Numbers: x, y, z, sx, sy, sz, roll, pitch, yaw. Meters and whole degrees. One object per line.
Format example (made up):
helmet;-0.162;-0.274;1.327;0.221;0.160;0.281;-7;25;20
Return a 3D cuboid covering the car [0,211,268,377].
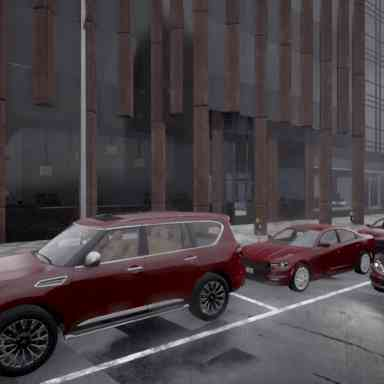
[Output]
car;-1.289;1.315;5.735;5.009;1.841;2.192;0;0;-36

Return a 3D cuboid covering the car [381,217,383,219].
car;7.579;1.547;12.097;4.507;1.381;1.887;0;0;-36

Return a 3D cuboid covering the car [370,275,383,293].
car;6.005;1.526;7.691;4.674;1.442;1.812;0;0;-36

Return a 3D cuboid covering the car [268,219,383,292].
car;3.145;1.545;8.916;4.507;1.381;1.887;0;0;-36
